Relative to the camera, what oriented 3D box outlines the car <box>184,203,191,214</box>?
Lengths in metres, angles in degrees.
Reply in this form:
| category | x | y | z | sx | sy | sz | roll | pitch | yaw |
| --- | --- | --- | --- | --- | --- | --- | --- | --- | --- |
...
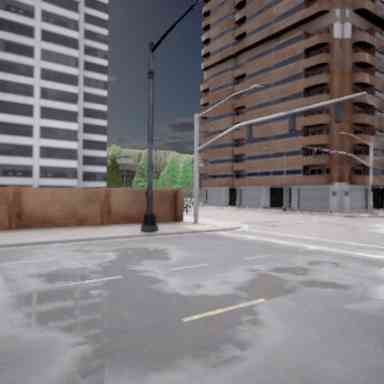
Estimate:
| category | x | y | z | sx | sy | sz | roll | pitch | yaw |
| --- | --- | --- | --- | --- | --- | --- | --- | --- | --- |
| car | -2.356 | 1.539 | 38.214 | 2.150 | 2.045 | 5.566 | 1 | 1 | -36 |
